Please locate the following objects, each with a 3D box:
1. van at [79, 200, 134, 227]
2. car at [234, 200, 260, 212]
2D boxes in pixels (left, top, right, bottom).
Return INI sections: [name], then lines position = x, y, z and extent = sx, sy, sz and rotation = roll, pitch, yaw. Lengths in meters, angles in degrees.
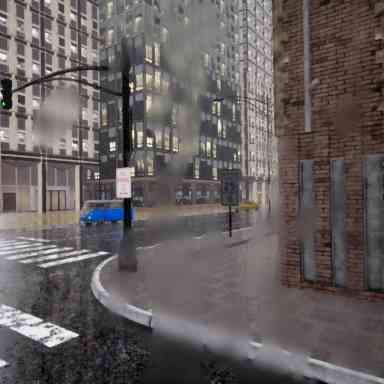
[van]
position = -5.953, 1.460, 23.448
extent = 1.690, 1.788, 3.998
rotation = -2, -1, 36
[car]
position = 6.886, 1.688, 41.355
extent = 1.752, 1.417, 4.829
rotation = -2, -1, 36
